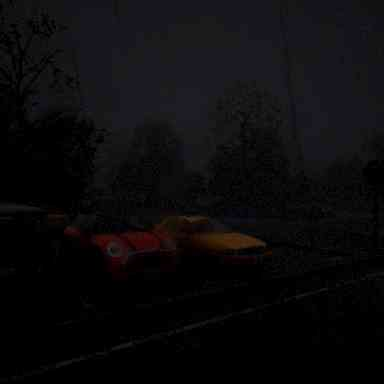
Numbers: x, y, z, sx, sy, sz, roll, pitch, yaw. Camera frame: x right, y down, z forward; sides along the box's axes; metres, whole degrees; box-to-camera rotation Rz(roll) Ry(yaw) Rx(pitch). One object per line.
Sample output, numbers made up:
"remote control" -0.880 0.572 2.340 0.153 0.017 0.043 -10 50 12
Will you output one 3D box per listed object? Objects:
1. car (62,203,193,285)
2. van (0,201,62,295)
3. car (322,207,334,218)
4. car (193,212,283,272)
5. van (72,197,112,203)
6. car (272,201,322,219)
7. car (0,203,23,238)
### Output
"car" -2.253 1.355 9.724 2.185 1.767 4.553 1 0 -36
"van" -4.764 1.245 8.014 1.878 1.987 4.442 0 0 -36
"car" 12.885 1.822 35.777 2.185 1.767 4.553 2 -1 -36
"car" 0.238 1.498 11.257 1.946 1.575 5.366 1 0 -36
"van" -6.460 1.281 21.637 1.878 1.987 4.442 1 0 -36
"car" 10.339 1.912 33.882 2.002 1.452 4.674 2 -1 -36
"car" -11.060 1.471 18.686 1.946 1.575 5.366 0 0 -36
